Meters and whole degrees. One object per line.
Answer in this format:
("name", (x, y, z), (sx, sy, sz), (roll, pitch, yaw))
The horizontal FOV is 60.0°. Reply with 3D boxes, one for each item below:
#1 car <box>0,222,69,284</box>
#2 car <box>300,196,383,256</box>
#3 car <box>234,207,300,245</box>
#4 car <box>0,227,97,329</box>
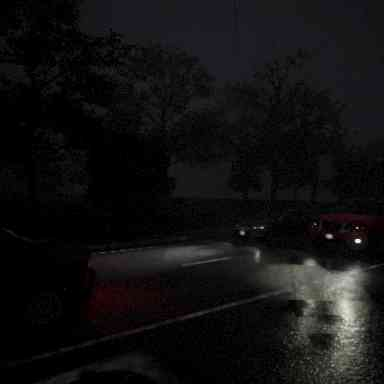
("car", (-5.833, 1.605, 8.451), (4.718, 1.301, 1.895), (0, 0, -36))
("car", (7.121, 1.216, 13.470), (5.566, 2.045, 2.150), (0, 0, -36))
("car", (4.142, 1.488, 15.633), (4.902, 1.511, 2.128), (0, 0, -36))
("car", (-4.127, 1.481, 5.370), (5.008, 1.535, 1.882), (0, 0, -35))
